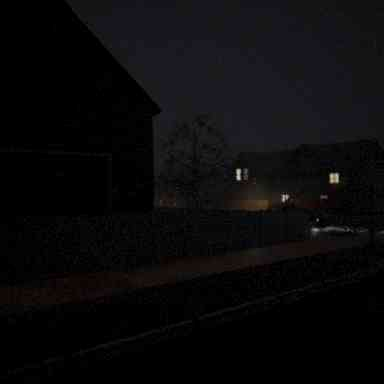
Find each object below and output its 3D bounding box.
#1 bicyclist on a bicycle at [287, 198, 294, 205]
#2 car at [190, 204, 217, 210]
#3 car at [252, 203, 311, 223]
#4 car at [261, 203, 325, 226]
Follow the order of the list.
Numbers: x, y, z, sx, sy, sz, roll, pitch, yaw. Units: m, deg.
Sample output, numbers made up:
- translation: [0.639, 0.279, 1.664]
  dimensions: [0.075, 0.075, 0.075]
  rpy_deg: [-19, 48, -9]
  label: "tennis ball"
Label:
- translation: [9.045, 1.423, 30.841]
  dimensions: [1.656, 1.620, 0.582]
  rpy_deg: [-2, 0, -36]
  label: "bicyclist on a bicycle"
- translation: [1.313, 1.914, 31.595]
  dimensions: [1.812, 1.442, 4.674]
  rpy_deg: [-2, 0, -36]
  label: "car"
- translation: [7.445, 1.688, 28.157]
  dimensions: [1.812, 1.442, 4.674]
  rpy_deg: [-2, 0, -36]
  label: "car"
- translation: [7.130, 1.714, 23.498]
  dimensions: [1.994, 1.385, 4.181]
  rpy_deg: [-2, 0, -35]
  label: "car"
